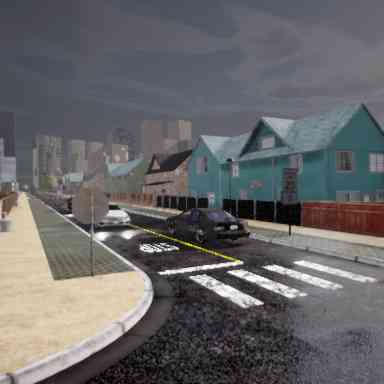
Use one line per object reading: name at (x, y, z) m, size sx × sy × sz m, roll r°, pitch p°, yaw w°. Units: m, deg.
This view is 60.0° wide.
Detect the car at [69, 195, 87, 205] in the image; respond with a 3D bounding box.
car at (-17.617, 1.140, 51.252) m, size 1.994 × 1.385 × 4.181 m, roll -1°, pitch 1°, yaw -27°

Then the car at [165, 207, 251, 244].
car at (0.516, 1.425, 15.355) m, size 2.033 × 1.411 × 5.357 m, roll -1°, pitch 1°, yaw -27°

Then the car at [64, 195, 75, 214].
car at (-11.378, 1.266, 32.606) m, size 1.837 × 1.490 × 4.892 m, roll -1°, pitch 1°, yaw -27°

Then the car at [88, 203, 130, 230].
car at (-5.222, 1.389, 20.386) m, size 1.812 × 1.442 × 4.674 m, roll -1°, pitch 1°, yaw -27°
